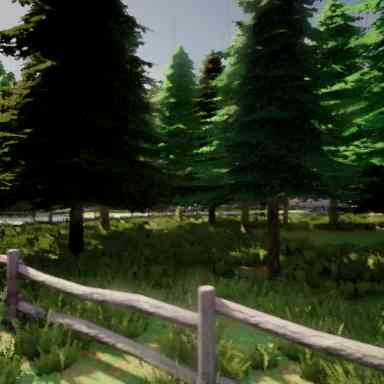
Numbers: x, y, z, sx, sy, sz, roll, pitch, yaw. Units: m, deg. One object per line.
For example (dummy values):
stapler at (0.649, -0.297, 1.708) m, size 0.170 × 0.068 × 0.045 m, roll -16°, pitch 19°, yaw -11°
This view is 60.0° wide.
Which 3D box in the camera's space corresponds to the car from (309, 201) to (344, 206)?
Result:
car at (14.304, 1.530, 33.686) m, size 4.892 × 1.490 × 1.837 m, roll -1°, pitch 0°, yaw -2°
